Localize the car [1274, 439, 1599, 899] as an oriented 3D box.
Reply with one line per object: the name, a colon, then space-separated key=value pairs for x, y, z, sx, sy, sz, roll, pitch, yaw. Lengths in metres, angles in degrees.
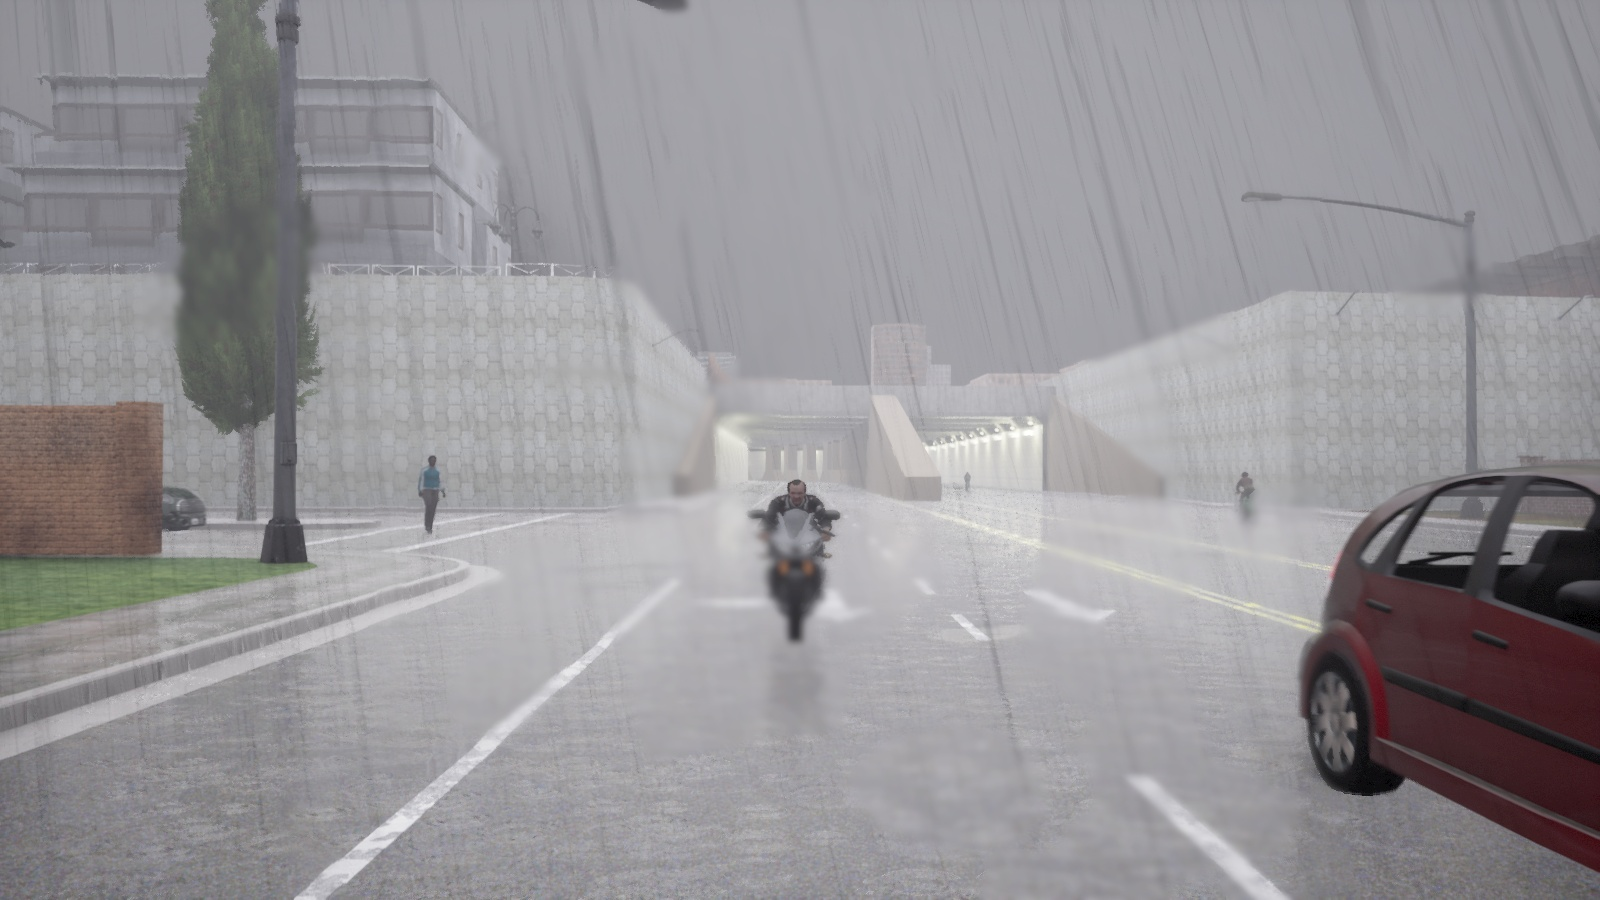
car: x=3.485 y=0.782 z=4.754 sx=1.851 sy=1.617 sz=3.988 roll=0 pitch=-1 yaw=0

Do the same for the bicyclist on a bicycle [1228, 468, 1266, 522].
bicyclist on a bicycle: x=13.892 y=1.389 z=39.064 sx=0.582 sy=1.620 sz=1.656 roll=0 pitch=-1 yaw=0

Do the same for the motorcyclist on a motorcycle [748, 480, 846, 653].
motorcyclist on a motorcycle: x=-0.024 y=1.064 z=12.312 sx=0.866 sy=1.530 sz=2.191 roll=0 pitch=-1 yaw=0

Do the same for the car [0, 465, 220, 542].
car: x=-16.793 y=1.267 z=30.356 sx=4.553 sy=1.767 sz=2.097 roll=0 pitch=-1 yaw=-1

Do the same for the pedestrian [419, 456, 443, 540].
pedestrian: x=-8.610 y=1.102 z=29.288 sx=0.396 sy=1.930 sz=0.692 roll=0 pitch=-1 yaw=-30
